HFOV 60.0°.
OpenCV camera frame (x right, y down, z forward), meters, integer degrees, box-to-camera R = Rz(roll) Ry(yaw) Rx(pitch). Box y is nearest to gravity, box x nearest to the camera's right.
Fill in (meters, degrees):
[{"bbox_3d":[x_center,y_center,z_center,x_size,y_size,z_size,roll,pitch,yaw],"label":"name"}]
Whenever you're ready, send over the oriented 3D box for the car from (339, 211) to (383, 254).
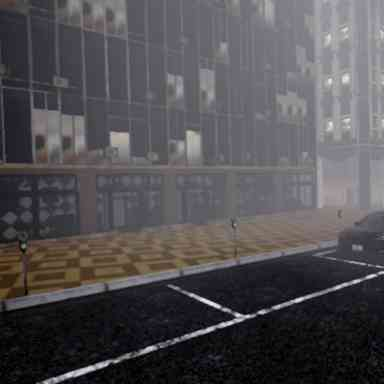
[{"bbox_3d":[6.968,1.347,11.713,4.313,1.339,1.947,-1,0,-35],"label":"car"}]
